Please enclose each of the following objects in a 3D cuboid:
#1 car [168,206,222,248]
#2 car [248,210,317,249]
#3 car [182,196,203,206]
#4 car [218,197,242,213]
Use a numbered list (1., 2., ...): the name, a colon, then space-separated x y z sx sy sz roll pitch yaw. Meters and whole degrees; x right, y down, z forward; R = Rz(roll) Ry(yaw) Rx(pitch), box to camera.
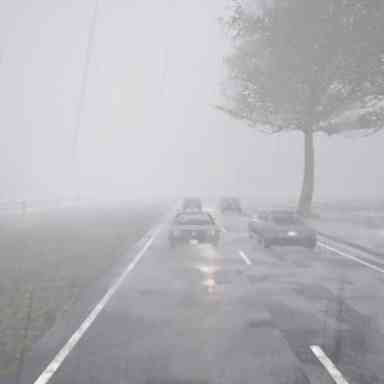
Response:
1. car: 0.070 1.467 14.002 1.895 1.301 4.718 0 1 0
2. car: 3.578 1.433 13.847 1.994 1.385 4.181 0 1 0
3. car: 0.037 1.101 33.976 2.128 1.511 4.902 0 1 0
4. car: 3.547 1.191 31.725 2.033 1.411 5.357 0 1 0
